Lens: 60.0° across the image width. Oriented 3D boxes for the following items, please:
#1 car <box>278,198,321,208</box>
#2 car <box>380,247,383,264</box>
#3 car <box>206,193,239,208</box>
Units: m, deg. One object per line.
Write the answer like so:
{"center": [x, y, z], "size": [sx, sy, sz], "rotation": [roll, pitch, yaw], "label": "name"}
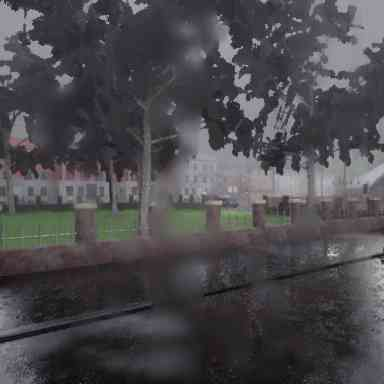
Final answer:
{"center": [11.885, 1.477, 36.856], "size": [1.882, 1.535, 5.008], "rotation": [0, 0, -35], "label": "car"}
{"center": [7.882, 1.547, 10.070], "size": [5.357, 1.411, 2.033], "rotation": [0, 0, -34], "label": "car"}
{"center": [4.300, 1.221, 47.782], "size": [2.150, 2.045, 5.566], "rotation": [0, 0, -34], "label": "car"}
